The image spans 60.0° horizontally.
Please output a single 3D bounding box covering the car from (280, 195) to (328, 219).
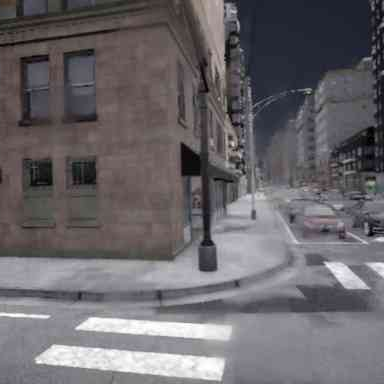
[{"bbox_3d":[6.712,1.100,20.345,1.947,1.339,4.313,-1,1,12],"label":"car"}]

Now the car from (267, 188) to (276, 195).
[{"bbox_3d":[18.986,-0.221,79.901,1.967,1.590,4.097,-1,1,12],"label":"car"}]

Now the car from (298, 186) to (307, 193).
[{"bbox_3d":[29.569,-0.664,89.028,1.967,1.590,4.097,-1,1,12],"label":"car"}]

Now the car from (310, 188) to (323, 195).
[{"bbox_3d":[25.107,-0.088,67.368,1.802,1.307,4.206,-1,1,12],"label":"car"}]

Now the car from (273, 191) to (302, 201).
[{"bbox_3d":[8.944,0.863,31.173,1.887,1.381,4.507,-1,1,12],"label":"car"}]

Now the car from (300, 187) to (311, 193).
[{"bbox_3d":[28.452,-0.556,83.613,1.967,1.590,4.097,-1,1,12],"label":"car"}]

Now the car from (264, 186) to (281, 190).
[{"bbox_3d":[16.752,-0.129,69.071,2.192,1.841,5.009,-1,1,12],"label":"car"}]

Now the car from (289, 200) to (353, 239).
[{"bbox_3d":[5.597,1.224,14.931,1.802,1.307,4.206,-1,1,12],"label":"car"}]

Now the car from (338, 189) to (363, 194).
[{"bbox_3d":[19.525,0.441,40.289,1.947,1.339,4.313,-1,1,12],"label":"car"}]

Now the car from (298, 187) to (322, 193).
[{"bbox_3d":[13.319,0.575,38.680,2.128,1.511,4.902,-2,1,12],"label":"car"}]

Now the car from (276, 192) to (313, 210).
[{"bbox_3d":[7.828,0.977,25.759,2.008,1.369,4.403,-1,1,12],"label":"car"}]

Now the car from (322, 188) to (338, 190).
[{"bbox_3d":[21.757,0.209,51.120,2.008,1.369,4.403,-1,1,12],"label":"car"}]

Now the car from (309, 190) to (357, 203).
[{"bbox_3d":[10.568,0.842,25.377,2.128,1.511,4.902,-2,1,12],"label":"car"}]

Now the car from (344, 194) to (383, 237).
[{"bbox_3d":[8.445,1.061,14.962,1.837,1.490,4.892,-1,1,15],"label":"car"}]

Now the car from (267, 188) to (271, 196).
[{"bbox_3d":[13.408,0.450,52.832,1.947,1.339,4.313,-1,1,12],"label":"car"}]

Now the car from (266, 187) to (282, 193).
[{"bbox_3d":[15.641,0.231,63.660,1.947,1.339,4.313,-1,1,12],"label":"car"}]

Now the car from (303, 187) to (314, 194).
[{"bbox_3d":[27.336,-0.447,78.197,1.967,1.590,4.097,-1,1,12],"label":"car"}]

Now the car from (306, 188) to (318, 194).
[{"bbox_3d":[26.223,-0.213,72.784,1.947,1.339,4.313,-1,1,12],"label":"car"}]

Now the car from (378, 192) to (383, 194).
[{"bbox_3d":[17.292,0.637,29.457,1.887,1.381,4.507,-1,1,12],"label":"car"}]

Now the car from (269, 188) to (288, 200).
[{"bbox_3d":[12.258,0.522,47.250,1.752,1.417,4.829,-1,1,12],"label":"car"}]
